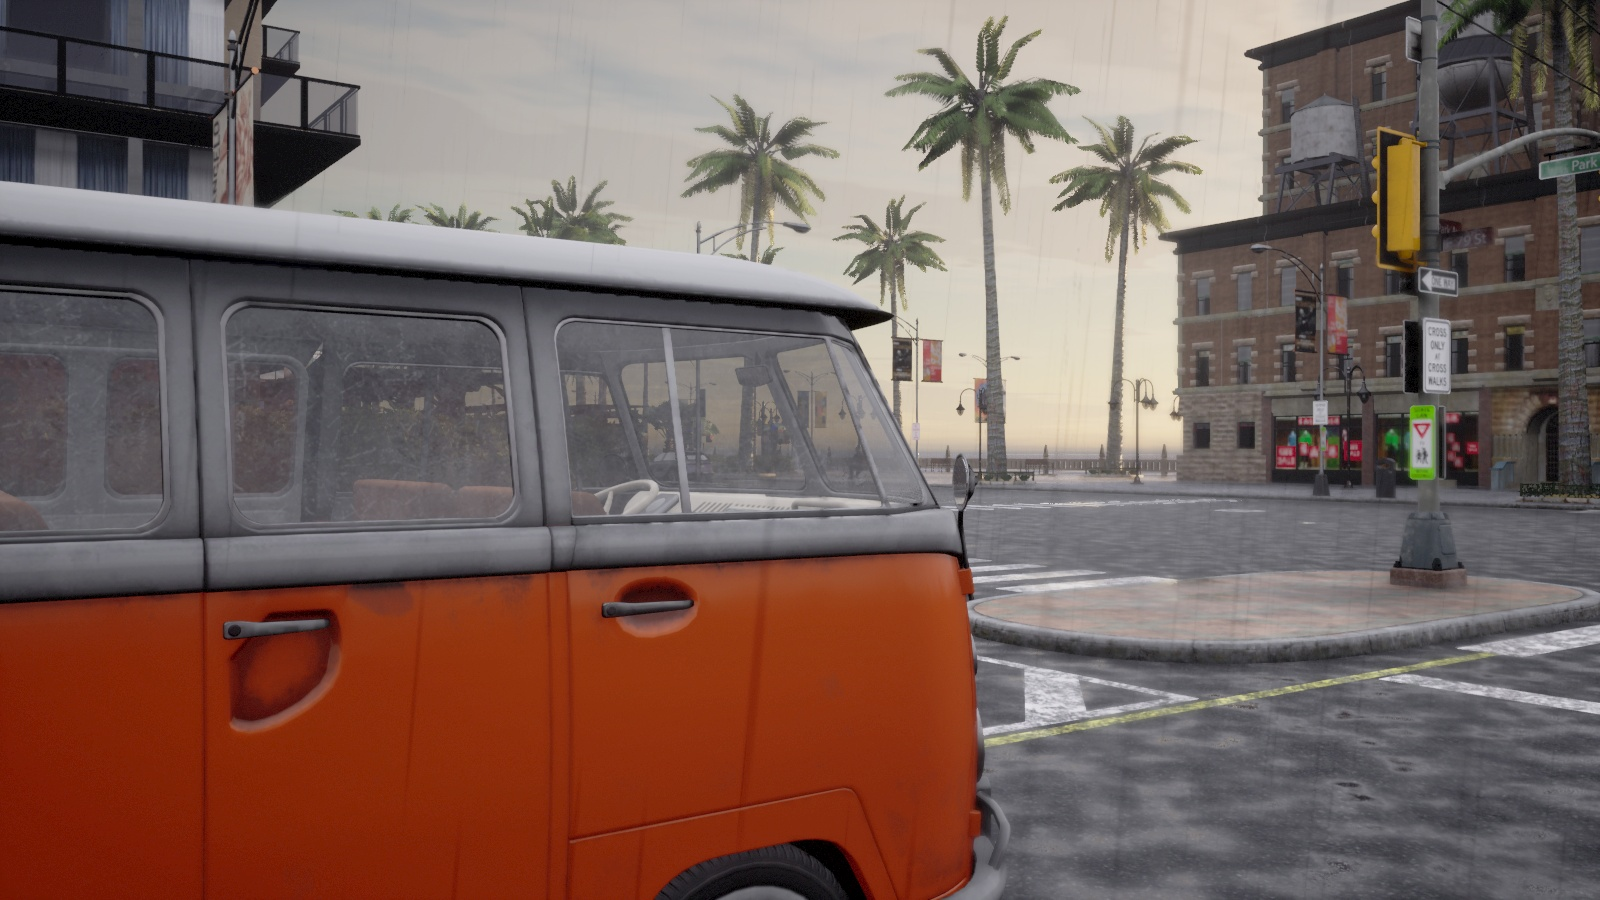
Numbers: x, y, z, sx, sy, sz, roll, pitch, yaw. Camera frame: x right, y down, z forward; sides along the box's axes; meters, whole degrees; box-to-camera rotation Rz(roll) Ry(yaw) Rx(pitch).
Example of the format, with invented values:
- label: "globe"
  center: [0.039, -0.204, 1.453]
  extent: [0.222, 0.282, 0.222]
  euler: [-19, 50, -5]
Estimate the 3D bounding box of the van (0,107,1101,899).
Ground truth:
- label: "van"
  center: [-1.588, 0.507, 2.554]
  extent: [4.442, 1.987, 1.775]
  euler: [0, 0, -35]
